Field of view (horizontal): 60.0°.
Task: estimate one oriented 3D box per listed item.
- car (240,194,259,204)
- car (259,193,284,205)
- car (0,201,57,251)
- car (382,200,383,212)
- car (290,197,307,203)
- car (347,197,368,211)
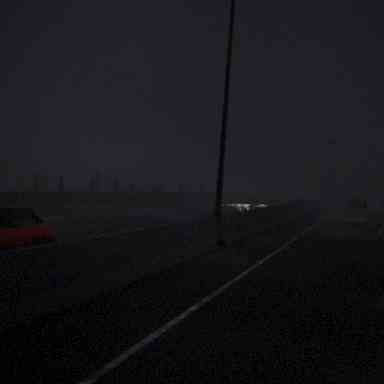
[{"bbox_3d":[8.448,1.055,48.476,2.128,1.511,4.902,2,-1,28],"label":"car"},{"bbox_3d":[11.505,0.992,46.766,2.097,1.767,4.553,2,-1,28],"label":"car"},{"bbox_3d":[-5.323,1.094,7.324,2.097,1.767,4.553,2,1,28],"label":"car"},{"bbox_3d":[21.309,1.231,35.080,2.097,1.767,4.553,2,0,28],"label":"car"},{"bbox_3d":[14.628,1.332,45.199,1.895,1.301,4.718,2,-1,28],"label":"car"},{"bbox_3d":[18.775,1.278,37.806,1.882,1.535,5.008,2,0,28],"label":"car"}]
